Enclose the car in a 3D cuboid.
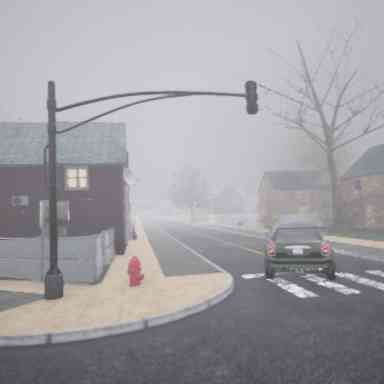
[{"bbox_3d":[3.839,1.916,12.131,2.097,1.767,4.553,-4,-3,17],"label":"car"}]
